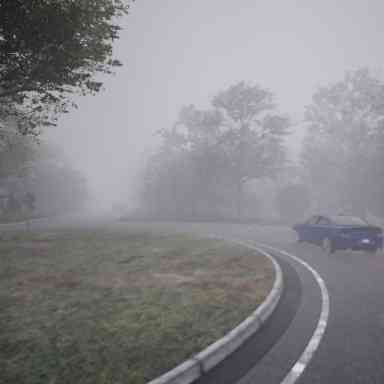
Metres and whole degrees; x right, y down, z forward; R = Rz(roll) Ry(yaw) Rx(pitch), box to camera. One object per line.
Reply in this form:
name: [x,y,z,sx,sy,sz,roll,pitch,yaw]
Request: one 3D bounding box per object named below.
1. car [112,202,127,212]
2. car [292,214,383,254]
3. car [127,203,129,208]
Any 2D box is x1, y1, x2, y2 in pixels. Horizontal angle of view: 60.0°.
car: [-14.046,2.767,63.393,2.097,1.767,4.553,-1,-1,-7]
car: [6.074,1.679,14.567,1.882,1.535,5.008,0,-1,-6]
car: [-15.985,3.098,79.003,1.812,1.442,4.674,-1,-1,-7]
